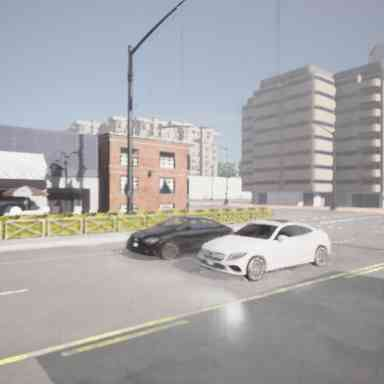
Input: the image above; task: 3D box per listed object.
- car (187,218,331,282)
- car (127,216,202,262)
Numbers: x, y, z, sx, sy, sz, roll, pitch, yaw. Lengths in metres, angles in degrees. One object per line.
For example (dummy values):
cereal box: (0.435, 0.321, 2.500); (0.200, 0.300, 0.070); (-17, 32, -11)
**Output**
car: (2.359, 1.571, 10.035); (4.674, 1.442, 1.812); (0, 0, -36)
car: (-0.288, 1.607, 12.443); (4.181, 1.385, 1.994); (0, 0, -36)
